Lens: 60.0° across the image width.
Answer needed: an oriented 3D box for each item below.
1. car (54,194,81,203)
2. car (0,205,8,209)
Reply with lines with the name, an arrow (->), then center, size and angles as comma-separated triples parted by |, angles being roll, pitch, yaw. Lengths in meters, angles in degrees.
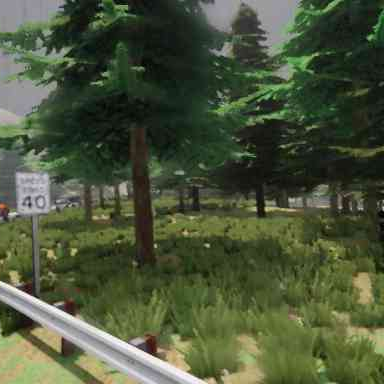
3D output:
car -> -16.616, 0.989, 44.475 | 2.128, 1.511, 4.902 | -4, 1, 6
car -> -14.695, 1.240, 23.038 | 2.097, 1.767, 4.553 | -4, 1, -1
